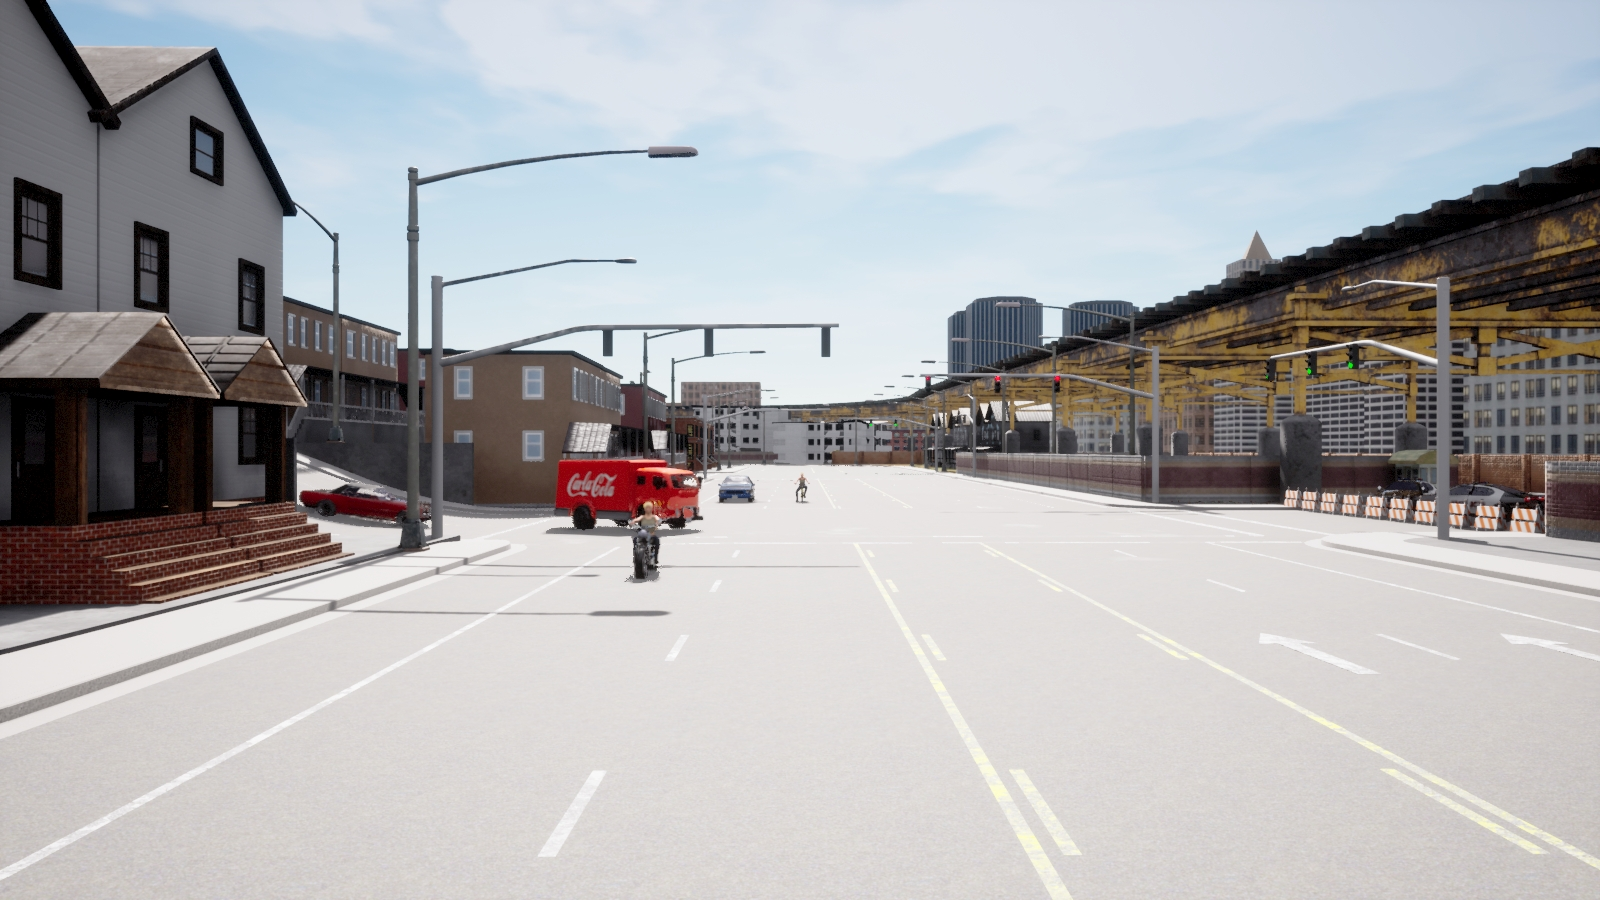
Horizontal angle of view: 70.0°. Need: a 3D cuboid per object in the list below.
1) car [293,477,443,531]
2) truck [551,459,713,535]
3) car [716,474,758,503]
[{"bbox_3d":[-15.971,1.973,42.421,4.718,1.301,1.895,8,0,-1],"label":"car"},{"bbox_3d":[-5.981,1.574,40.454,5.204,2.467,2.627,0,0,33],"label":"truck"},{"bbox_3d":[-3.449,2.106,63.014,2.033,1.411,5.357,0,0,0],"label":"car"}]
